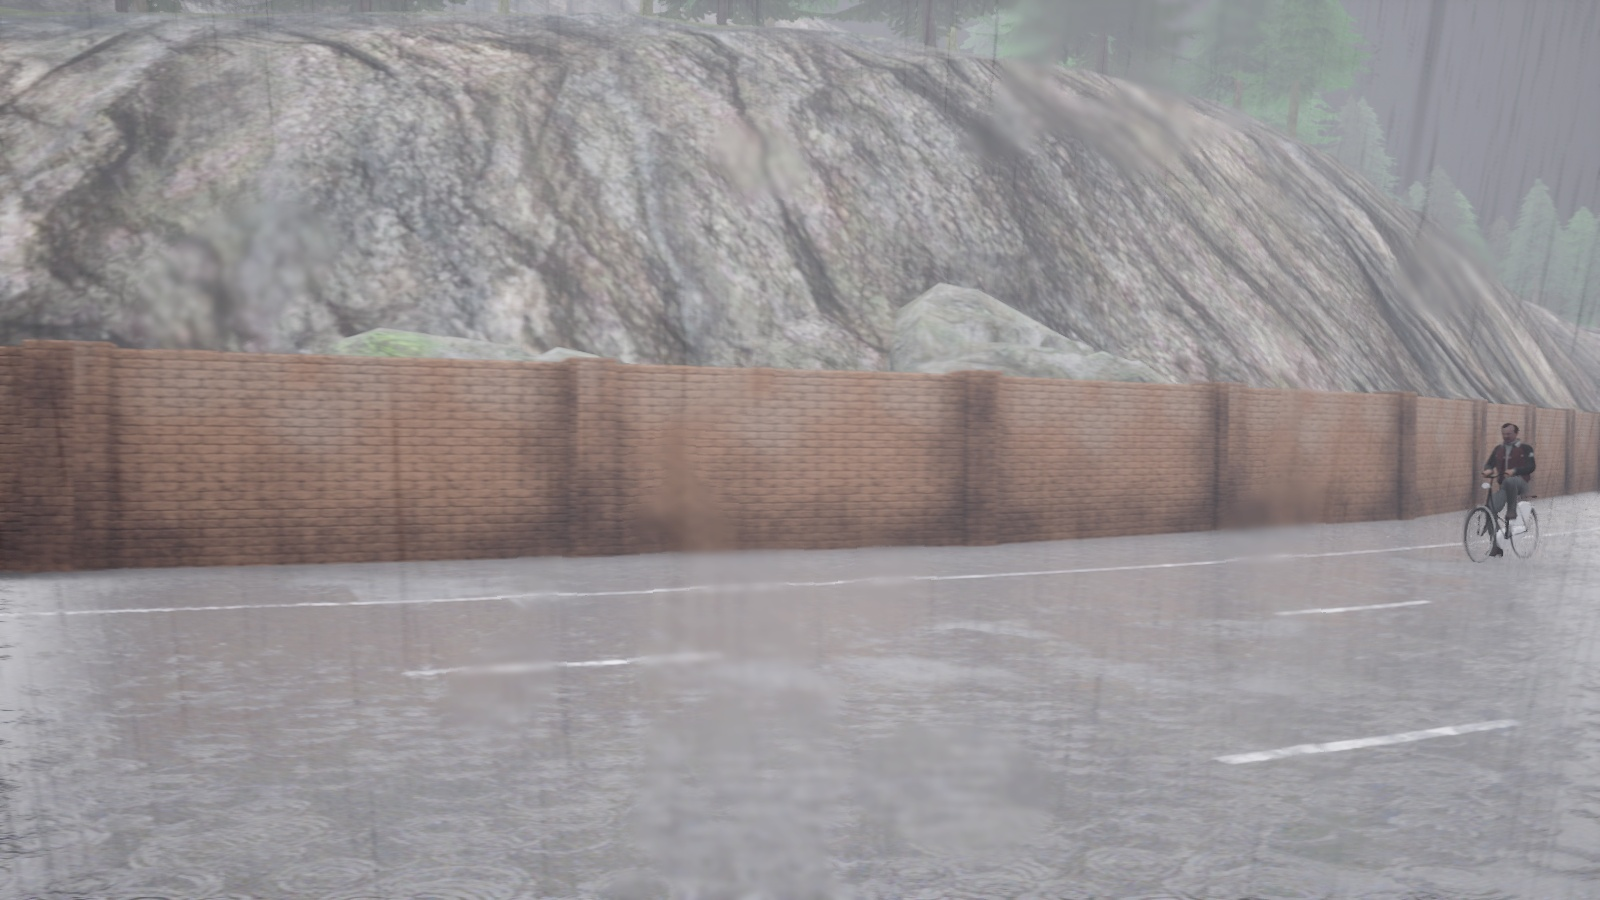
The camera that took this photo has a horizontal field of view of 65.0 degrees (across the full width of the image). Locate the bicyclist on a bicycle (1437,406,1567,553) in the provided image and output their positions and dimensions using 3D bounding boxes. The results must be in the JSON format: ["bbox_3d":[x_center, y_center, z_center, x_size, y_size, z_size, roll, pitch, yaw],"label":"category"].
[{"bbox_3d":[8.899,0.347,15.898,1.843,1.776,0.659,-1,0,-35],"label":"bicyclist on a bicycle"}]
